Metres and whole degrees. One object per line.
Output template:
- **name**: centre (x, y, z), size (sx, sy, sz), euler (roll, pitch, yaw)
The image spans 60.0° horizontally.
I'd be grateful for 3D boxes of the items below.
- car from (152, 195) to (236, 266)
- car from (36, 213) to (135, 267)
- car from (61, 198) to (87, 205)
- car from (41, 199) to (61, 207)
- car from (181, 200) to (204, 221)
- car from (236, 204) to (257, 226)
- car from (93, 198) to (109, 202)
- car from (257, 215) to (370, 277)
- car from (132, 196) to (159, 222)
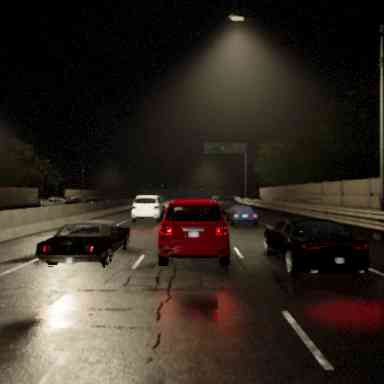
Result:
- **car**: centre (0.067, 1.259, 11.872), size (2.150, 2.045, 5.566), euler (0, 0, 0)
- **car**: centre (-3.436, 1.636, 11.555), size (1.895, 1.301, 4.718), euler (0, 0, 0)
- **car**: centre (-17.556, 1.688, 50.808), size (2.033, 1.411, 5.357), euler (0, 0, 1)
- **car**: centre (-21.055, 1.741, 50.352), size (1.895, 1.301, 4.718), euler (0, 0, 0)
- **car**: centre (0.081, 1.560, 29.475), size (1.882, 1.535, 5.008), euler (0, 0, 0)
- **car**: centre (3.549, 1.616, 24.271), size (2.033, 1.411, 5.357), euler (0, 0, 1)
- **car**: centre (-14.061, 1.649, 51.455), size (1.837, 1.490, 4.892), euler (0, -1, 0)
- **car**: centre (3.555, 1.509, 10.432), size (1.882, 1.535, 5.008), euler (0, 0, 0)
- **car**: centre (-3.431, 1.299, 26.993), size (2.150, 2.045, 5.566), euler (0, 0, 0)
